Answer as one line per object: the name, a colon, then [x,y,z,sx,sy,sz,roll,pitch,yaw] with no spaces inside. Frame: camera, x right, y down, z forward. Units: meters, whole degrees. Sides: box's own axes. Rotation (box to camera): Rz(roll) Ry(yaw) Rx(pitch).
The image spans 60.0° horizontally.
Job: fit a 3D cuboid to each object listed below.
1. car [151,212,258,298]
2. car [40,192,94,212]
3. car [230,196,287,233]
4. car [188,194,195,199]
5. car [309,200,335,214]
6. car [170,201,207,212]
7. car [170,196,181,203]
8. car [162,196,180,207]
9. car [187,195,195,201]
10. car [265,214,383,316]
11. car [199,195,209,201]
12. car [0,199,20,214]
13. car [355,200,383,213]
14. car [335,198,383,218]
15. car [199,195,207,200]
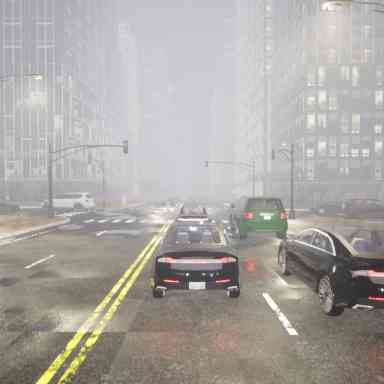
car: [0.077,1.487,8.472,2.128,1.511,4.902,0,0,0]
car: [-13.534,1.065,36.258,5.566,2.045,2.150,1,1,1]
car: [3.303,1.212,17.304,2.150,2.045,5.566,0,0,0]
car: [-0.247,1.333,91.270,1.895,1.301,4.718,0,0,0]
car: [15.160,1.604,35.906,4.892,1.490,1.837,0,1,2]
car: [0.051,1.482,17.656,2.128,1.511,4.902,0,0,0]
car: [-3.442,1.490,70.586,1.994,1.385,4.181,0,0,0]
car: [-3.481,1.453,51.349,2.128,1.511,4.902,0,0,0]
car: [-0.218,1.454,80.822,2.033,1.411,5.357,0,0,0]
car: [3.327,1.488,7.462,2.128,1.511,4.902,0,0,0]
car: [3.029,1.474,81.614,1.994,1.385,4.181,0,0,0]
car: [-19.483,1.406,33.154,4.181,1.385,1.994,1,1,1]
car: [21.705,1.641,38.377,4.829,1.417,1.752,1,0,1]
car: [16.119,1.518,30.076,5.009,1.841,2.192,1,0,1]
car: [3.004,1.501,91.277,1.895,1.301,4.718,0,0,0]
